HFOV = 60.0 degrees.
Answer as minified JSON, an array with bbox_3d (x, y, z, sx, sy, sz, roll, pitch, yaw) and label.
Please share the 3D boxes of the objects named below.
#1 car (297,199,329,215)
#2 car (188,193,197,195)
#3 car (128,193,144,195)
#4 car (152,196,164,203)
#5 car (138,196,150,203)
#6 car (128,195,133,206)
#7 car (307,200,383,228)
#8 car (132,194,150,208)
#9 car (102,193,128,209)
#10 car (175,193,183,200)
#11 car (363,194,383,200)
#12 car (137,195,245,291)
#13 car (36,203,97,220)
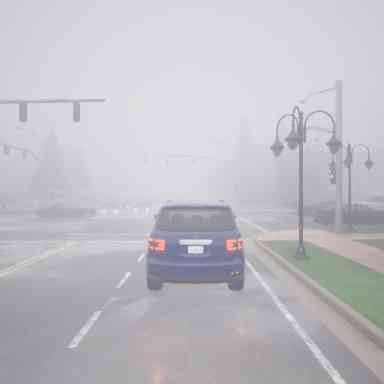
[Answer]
[{"bbox_3d":[12.766,1.505,32.290,4.892,1.490,1.837,0,0,-1],"label":"car"},{"bbox_3d":[0.061,1.544,77.933,1.994,1.385,4.181,0,0,0],"label":"car"},{"bbox_3d":[-10.507,1.477,62.328,1.882,1.535,5.008,0,0,0],"label":"car"},{"bbox_3d":[-6.959,1.505,68.062,1.837,1.490,4.892,0,0,0],"label":"car"},{"bbox_3d":[-10.443,1.540,72.790,2.033,1.411,5.357,0,0,0],"label":"car"},{"bbox_3d":[-10.540,1.564,53.555,1.994,1.385,4.181,0,0,1],"label":"car"},{"bbox_3d":[10.472,1.477,21.539,5.008,1.535,1.882,0,0,0],"label":"car"},{"bbox_3d":[-7.045,1.477,48.997,1.882,1.535,5.008,0,0,0],"label":"car"},{"bbox_3d":[-10.557,1.352,44.925,2.097,1.767,4.553,0,0,0],"label":"car"},{"bbox_3d":[-3.432,1.210,87.778,2.097,1.767,4.553,0,0,0],"label":"car"},{"bbox_3d":[16.211,1.221,28.810,5.566,2.045,2.150,0,0,-1],"label":"car"},{"bbox_3d":[0.087,1.221,9.185,2.150,2.045,5.566,0,0,0],"label":"car"},{"bbox_3d":[-10.364,1.601,27.570,4.718,1.301,1.895,0,0,-25],"label":"car"}]
